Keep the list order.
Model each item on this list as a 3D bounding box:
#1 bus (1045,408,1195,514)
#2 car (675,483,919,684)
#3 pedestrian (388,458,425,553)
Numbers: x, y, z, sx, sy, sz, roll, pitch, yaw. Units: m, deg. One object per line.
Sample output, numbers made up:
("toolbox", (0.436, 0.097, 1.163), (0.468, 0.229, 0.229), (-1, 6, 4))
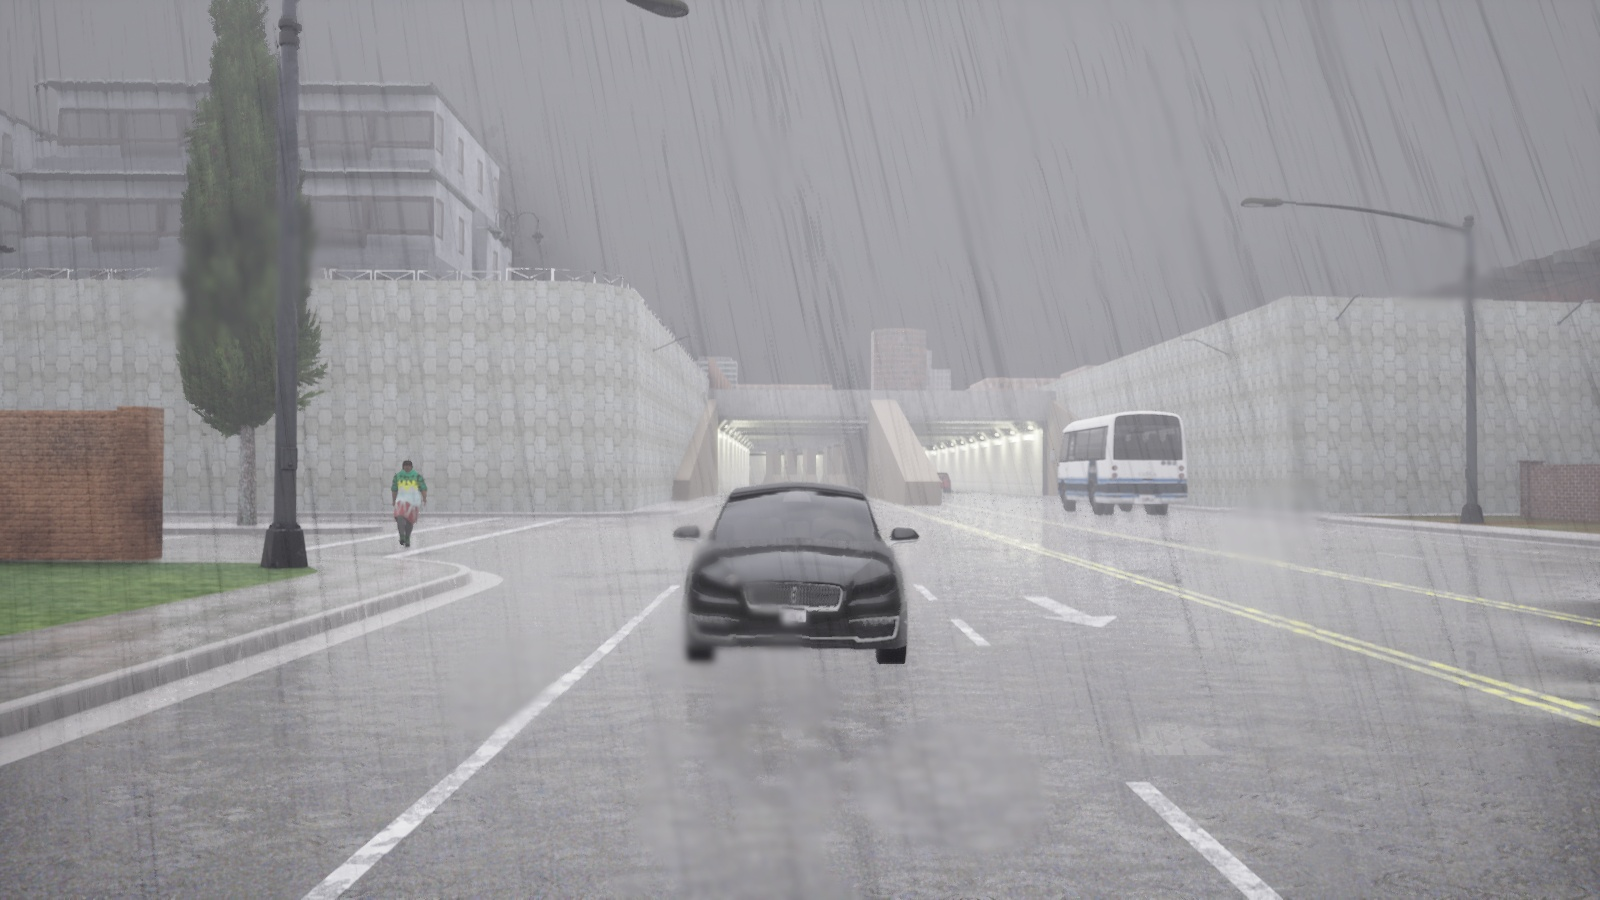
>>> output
("bus", (13.851, 0.534, 55.543), (3.944, 4.253, 10.273), (0, -1, 0))
("car", (-0.020, 1.073, 11.950), (1.837, 1.490, 4.892), (0, -1, 0))
("pedestrian", (-8.269, 1.150, 26.397), (0.659, 1.952, 0.873), (0, -1, -13))
